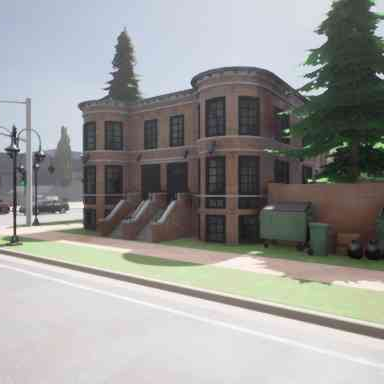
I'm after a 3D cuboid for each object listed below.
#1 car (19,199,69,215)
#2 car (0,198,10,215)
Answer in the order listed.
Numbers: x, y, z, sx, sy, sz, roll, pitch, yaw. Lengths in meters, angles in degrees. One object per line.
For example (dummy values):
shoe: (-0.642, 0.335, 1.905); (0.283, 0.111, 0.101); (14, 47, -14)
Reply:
car: (-14.802, 1.503, 33.567); (1.837, 1.490, 4.892); (0, 0, 34)
car: (-20.176, 1.352, 31.975); (2.097, 1.767, 4.553); (0, 0, 35)
